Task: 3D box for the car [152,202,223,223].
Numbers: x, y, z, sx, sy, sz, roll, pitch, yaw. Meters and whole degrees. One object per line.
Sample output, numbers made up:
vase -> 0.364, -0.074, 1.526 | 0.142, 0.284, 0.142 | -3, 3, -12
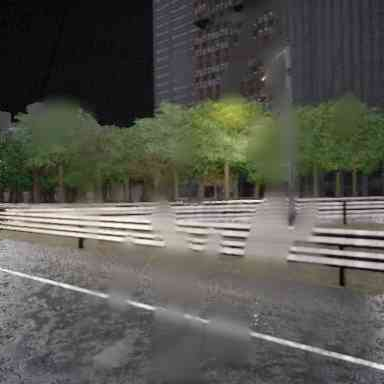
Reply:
car -> -0.277, 1.437, 24.177 | 5.357, 1.411, 2.033 | -2, -1, 4
